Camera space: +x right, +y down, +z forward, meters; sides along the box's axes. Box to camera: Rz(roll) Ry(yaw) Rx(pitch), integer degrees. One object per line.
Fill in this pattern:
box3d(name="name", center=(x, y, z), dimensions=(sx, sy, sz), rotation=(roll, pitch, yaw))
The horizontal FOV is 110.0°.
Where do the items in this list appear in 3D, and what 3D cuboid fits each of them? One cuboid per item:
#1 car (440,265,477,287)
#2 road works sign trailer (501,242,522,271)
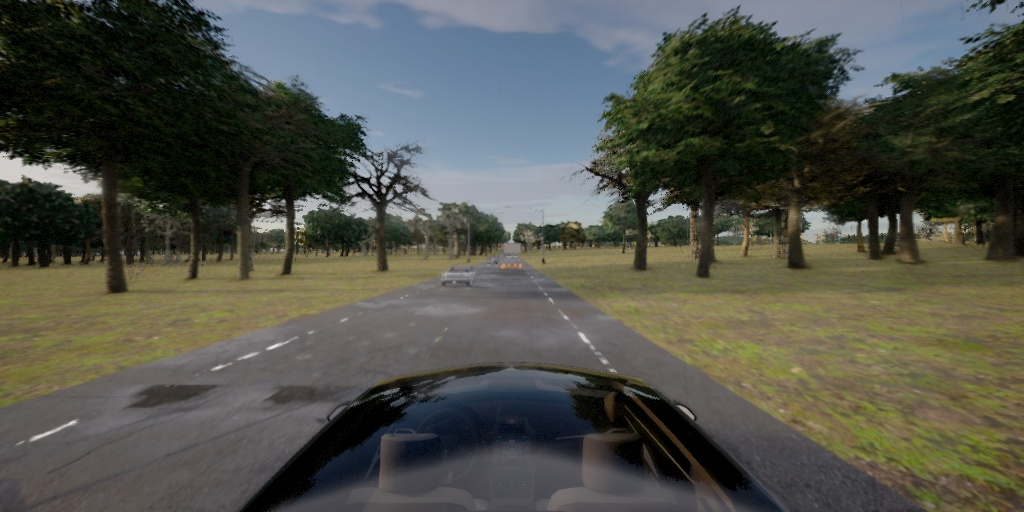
box3d(name="car", center=(-3.571, 1.324, 24.495), dimensions=(1.895, 1.301, 4.718), rotation=(0, 0, 0))
box3d(name="road works sign trailer", center=(0.026, 0.053, 45.281), dimensions=(2.380, 3.560, 2.880), rotation=(0, 0, 0))
